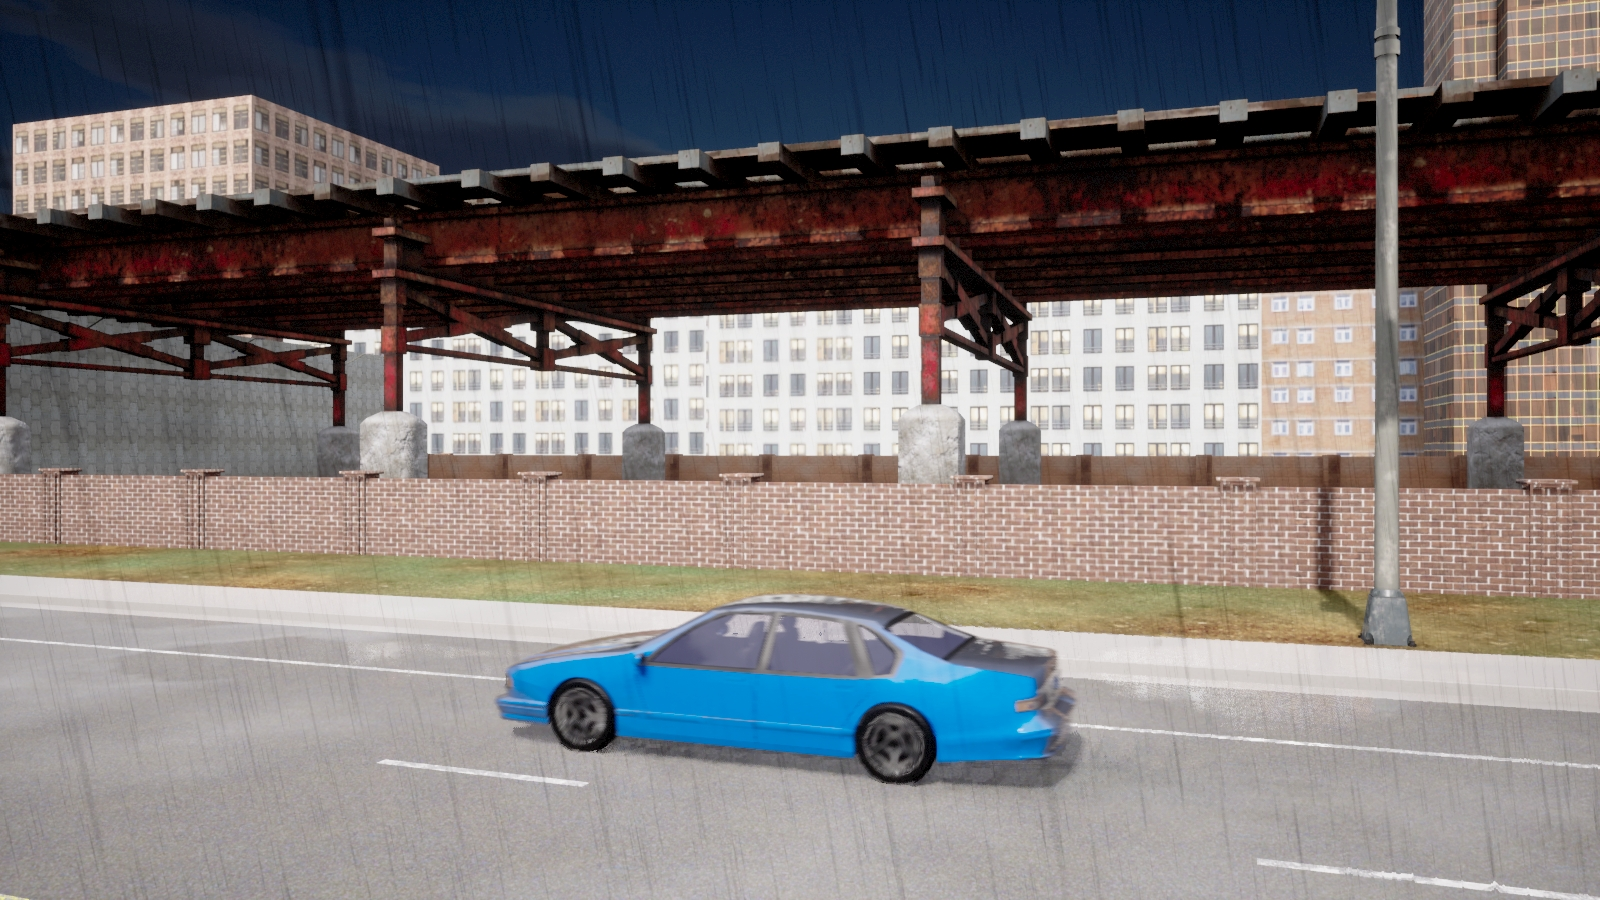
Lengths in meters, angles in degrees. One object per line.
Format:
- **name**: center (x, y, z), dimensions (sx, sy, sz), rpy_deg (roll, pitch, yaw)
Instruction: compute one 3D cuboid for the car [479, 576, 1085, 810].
- **car**: center (-0.160, 2.106, 10.803), dimensions (5.357, 1.411, 2.033), rpy_deg (0, 0, 20)
